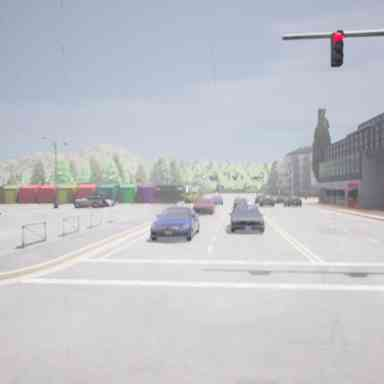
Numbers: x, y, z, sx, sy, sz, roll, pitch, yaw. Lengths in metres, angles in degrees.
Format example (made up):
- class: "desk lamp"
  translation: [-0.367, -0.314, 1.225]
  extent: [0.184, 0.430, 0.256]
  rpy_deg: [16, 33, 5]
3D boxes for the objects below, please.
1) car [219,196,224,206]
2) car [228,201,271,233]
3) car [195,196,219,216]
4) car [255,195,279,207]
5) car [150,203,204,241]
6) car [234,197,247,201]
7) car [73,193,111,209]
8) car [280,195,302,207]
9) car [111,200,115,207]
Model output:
- class: "car"
  translation: [3.864, 1.321, 50.969]
  extent: [1.812, 1.442, 4.674]
  rpy_deg: [0, 0, 8]
- class: "car"
  translation: [3.171, 1.455, 19.455]
  extent: [2.033, 1.411, 5.357]
  rpy_deg: [0, 0, 7]
- class: "car"
  translation: [1.151, 1.354, 31.096]
  extent: [1.882, 1.535, 5.008]
  rpy_deg: [0, 0, 8]
- class: "car"
  translation: [10.331, 1.256, 46.052]
  extent: [2.128, 1.511, 4.902]
  rpy_deg: [0, 0, 8]
- class: "car"
  translation: [-0.685, 1.469, 16.451]
  extent: [1.812, 1.442, 4.674]
  rpy_deg: [0, 0, 8]
- class: "car"
  translation: [6.162, 1.352, 42.158]
  extent: [2.033, 1.411, 5.357]
  rpy_deg: [0, 0, 8]
- class: "car"
  translation: [-12.433, 1.078, 40.794]
  extent: [3.866, 1.878, 1.905]
  rpy_deg: [0, 0, 6]
- class: "car"
  translation: [13.789, 1.237, 45.500]
  extent: [2.128, 1.511, 4.902]
  rpy_deg: [0, 0, 8]
- class: "car"
  translation: [-12.117, 1.305, 43.673]
  extent: [3.806, 1.475, 1.970]
  rpy_deg: [0, 0, 6]
